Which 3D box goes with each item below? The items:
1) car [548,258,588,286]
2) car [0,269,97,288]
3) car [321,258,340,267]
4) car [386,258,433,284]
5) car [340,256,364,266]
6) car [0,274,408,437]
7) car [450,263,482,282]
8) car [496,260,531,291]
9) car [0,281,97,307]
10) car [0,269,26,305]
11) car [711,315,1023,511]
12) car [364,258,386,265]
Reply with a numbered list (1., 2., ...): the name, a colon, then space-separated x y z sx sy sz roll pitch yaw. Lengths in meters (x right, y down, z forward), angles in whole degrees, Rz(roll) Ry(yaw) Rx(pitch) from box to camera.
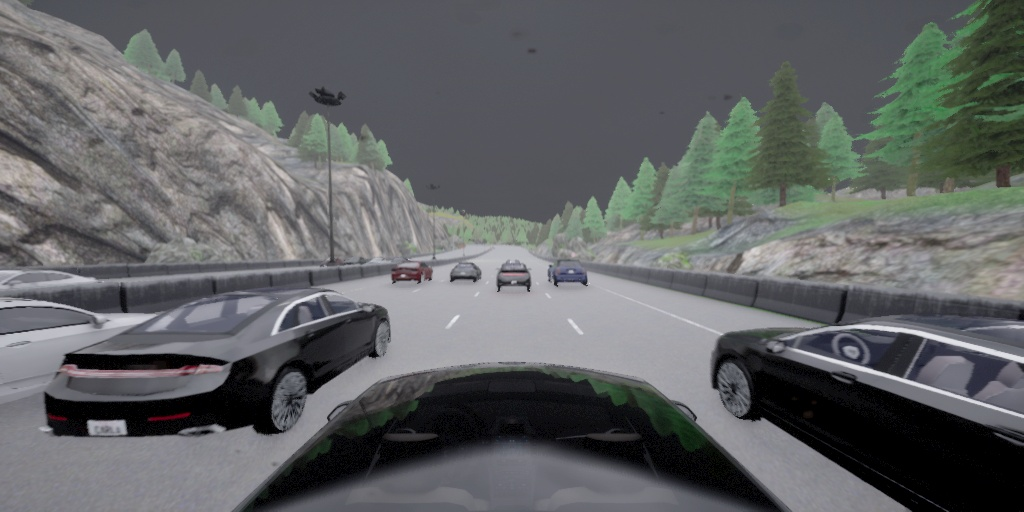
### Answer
1. car: 3.598 0.977 23.895 2.097 1.767 4.553 0 0 0
2. car: -17.602 1.214 12.613 1.812 1.442 4.674 0 0 0
3. car: -28.005 1.011 56.162 1.812 1.442 4.674 0 0 0
4. car: -6.902 1.095 25.226 1.882 1.535 5.008 0 0 0
5. car: -24.505 0.860 56.189 2.097 1.767 4.553 0 0 0
6. car: -3.400 1.220 5.436 2.128 1.511 4.902 0 0 0
7. car: -3.402 1.172 26.914 1.994 1.385 4.181 0 0 0
8. car: 0.099 1.134 20.825 2.128 1.511 4.902 0 0 0
9. car: -6.901 1.259 4.663 1.812 1.442 4.674 0 0 0
10. car: -21.100 1.252 12.728 1.994 1.385 4.181 0 0 0
11. car: 3.600 1.234 2.899 2.128 1.511 4.902 0 0 0
12. car: -21.005 1.014 56.162 1.812 1.442 4.674 0 0 0
